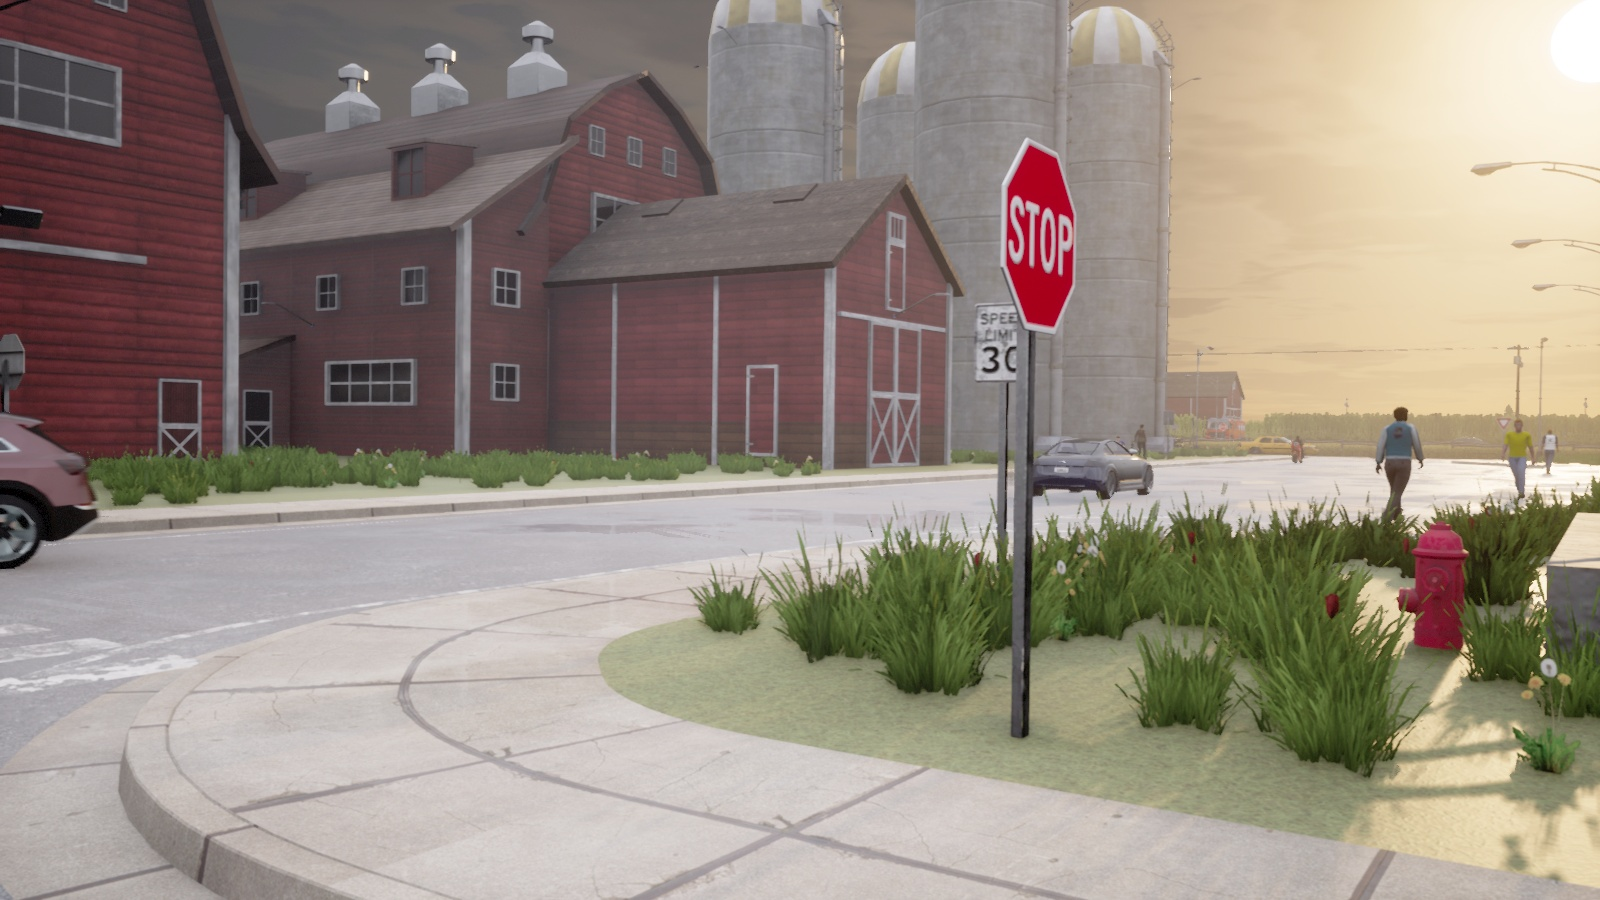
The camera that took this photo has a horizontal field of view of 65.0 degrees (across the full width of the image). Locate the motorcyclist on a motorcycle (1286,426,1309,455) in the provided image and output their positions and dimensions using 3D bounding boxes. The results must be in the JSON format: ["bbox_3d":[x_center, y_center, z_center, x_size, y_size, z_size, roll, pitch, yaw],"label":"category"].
[{"bbox_3d":[26.570,-0.514,67.045,0.797,1.523,2.044,0,1,33],"label":"motorcyclist on a motorcycle"}]

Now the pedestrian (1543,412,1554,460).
[{"bbox_3d":[28.677,-0.542,48.129,0.354,1.836,0.706,0,1,32],"label":"pedestrian"}]

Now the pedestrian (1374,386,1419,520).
[{"bbox_3d":[8.768,0.042,18.445,0.396,1.930,0.692,1,1,44],"label":"pedestrian"}]

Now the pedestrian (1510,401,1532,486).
[{"bbox_3d":[15.851,-0.143,27.609,0.354,1.836,0.706,0,1,34],"label":"pedestrian"}]

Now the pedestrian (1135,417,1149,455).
[{"bbox_3d":[16.403,-0.679,60.275,0.328,1.805,0.869,0,1,38],"label":"pedestrian"}]

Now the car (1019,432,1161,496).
[{"bbox_3d":[6.976,0.273,29.902,1.994,1.385,4.181,0,1,33],"label":"car"}]

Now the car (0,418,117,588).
[{"bbox_3d":[-9.472,0.515,11.938,2.033,1.649,4.856,1,2,45],"label":"car"}]

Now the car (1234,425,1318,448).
[{"bbox_3d":[33.945,-0.963,89.652,5.366,1.575,1.801,0,1,33],"label":"car"}]
